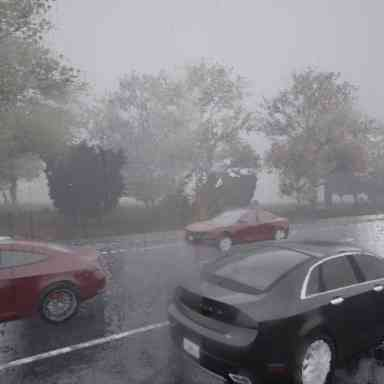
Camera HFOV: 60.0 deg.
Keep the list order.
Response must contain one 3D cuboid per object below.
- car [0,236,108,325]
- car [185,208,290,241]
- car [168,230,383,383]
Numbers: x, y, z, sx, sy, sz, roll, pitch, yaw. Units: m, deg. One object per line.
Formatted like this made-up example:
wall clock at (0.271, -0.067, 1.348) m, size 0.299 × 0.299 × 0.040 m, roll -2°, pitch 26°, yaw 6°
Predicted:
car at (-3.788, 1.528, 5.590) m, size 4.674 × 1.442 × 1.812 m, roll 0°, pitch 0°, yaw -35°
car at (2.007, 1.482, 14.030) m, size 5.008 × 1.535 × 1.882 m, roll 0°, pitch 0°, yaw -36°
car at (1.967, 1.506, 5.158) m, size 4.892 × 1.490 × 1.837 m, roll 0°, pitch 0°, yaw -35°
